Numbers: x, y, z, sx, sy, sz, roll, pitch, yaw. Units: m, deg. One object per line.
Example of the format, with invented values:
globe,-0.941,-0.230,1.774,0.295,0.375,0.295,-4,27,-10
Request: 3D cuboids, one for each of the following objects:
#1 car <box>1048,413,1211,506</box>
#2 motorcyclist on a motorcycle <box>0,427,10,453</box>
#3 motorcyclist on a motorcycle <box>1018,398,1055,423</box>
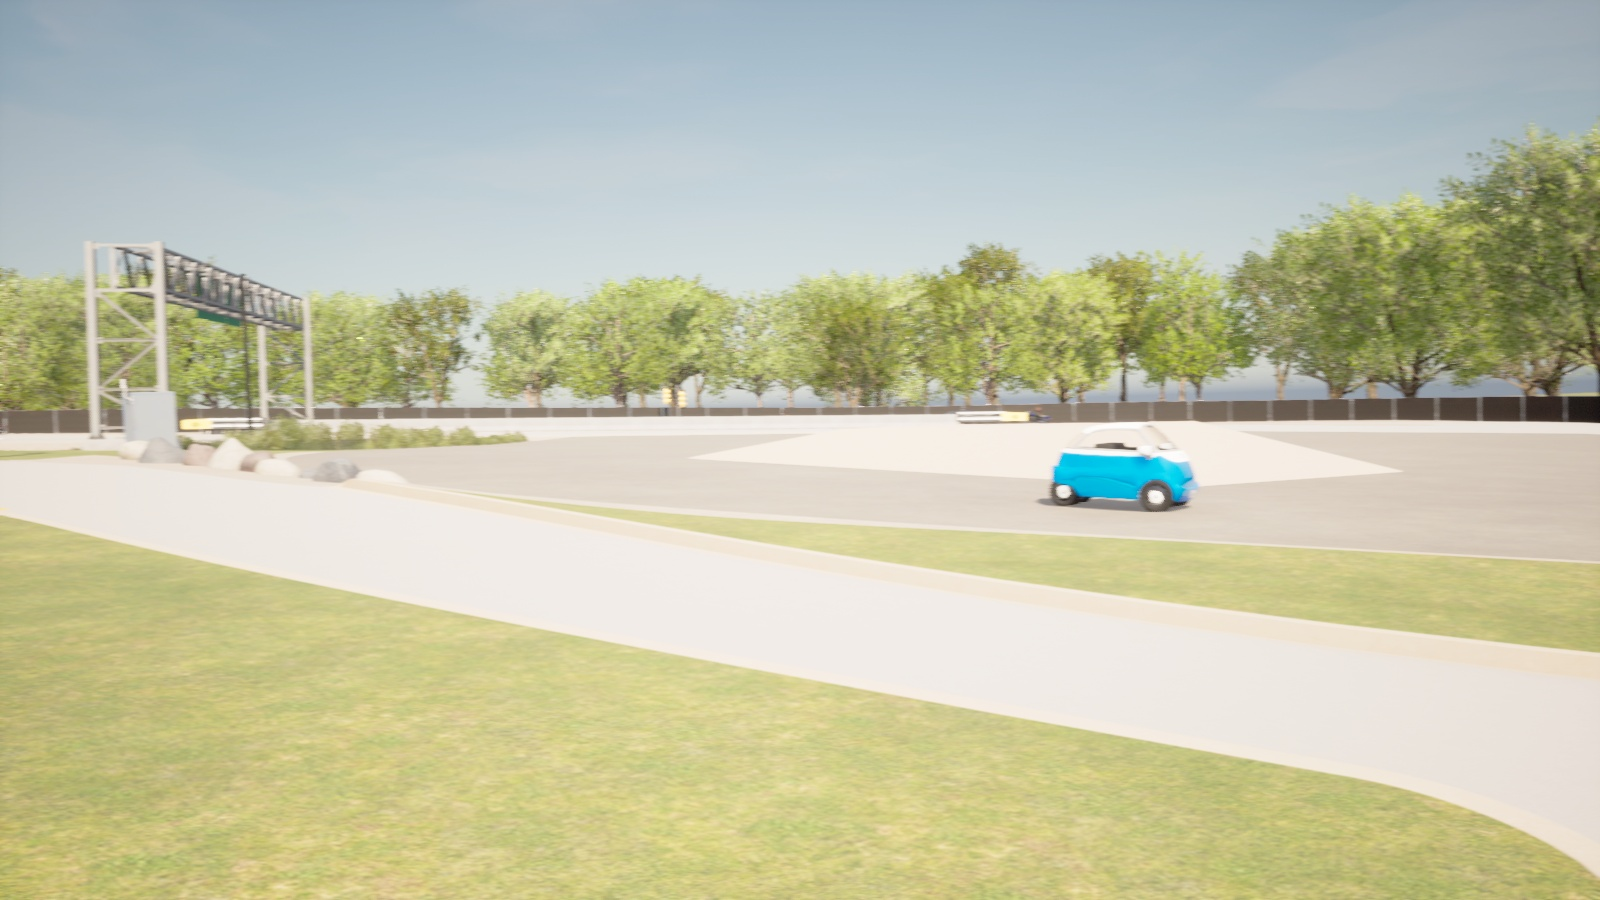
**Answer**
car,5.283,0.119,20.118,2.207,1.376,1.481,0,3,30
motorcyclist on a motorcycle,-52.548,-0.624,81.105,2.350,1.649,0.766,-2,2,-18
motorcyclist on a motorcycle,16.303,-2.747,86.702,2.350,1.649,0.766,1,1,-7
